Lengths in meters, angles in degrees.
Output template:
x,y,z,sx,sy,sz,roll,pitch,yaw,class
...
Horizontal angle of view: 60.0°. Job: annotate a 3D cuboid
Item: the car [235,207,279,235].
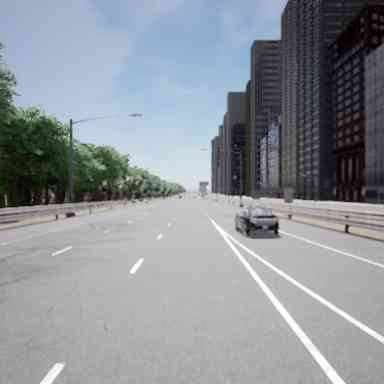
x,y,z,sx,sy,sz,roll,pitch,yaw,class
3.753,1.663,19.814,2.128,1.511,4.902,0,-1,-2,car
